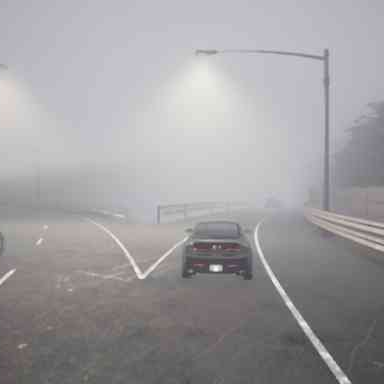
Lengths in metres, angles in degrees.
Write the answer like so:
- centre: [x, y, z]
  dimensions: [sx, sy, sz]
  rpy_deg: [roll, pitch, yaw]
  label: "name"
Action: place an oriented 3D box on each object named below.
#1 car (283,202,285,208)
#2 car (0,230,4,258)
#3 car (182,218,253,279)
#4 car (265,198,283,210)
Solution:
- centre: [17.915, 2.491, 68.686]
  dimensions: [2.097, 1.767, 4.553]
  rpy_deg: [0, -2, 21]
  label: "car"
- centre: [-7.143, 1.396, 9.754]
  dimensions: [2.097, 1.767, 4.553]
  rpy_deg: [0, 0, -16]
  label: "car"
- centre: [0.816, 1.585, 10.337]
  dimensions: [1.837, 1.490, 4.892]
  rpy_deg: [0, 0, 6]
  label: "car"
- centre: [14.258, 2.055, 59.044]
  dimensions: [2.150, 2.045, 5.566]
  rpy_deg: [0, -2, 20]
  label: "car"
